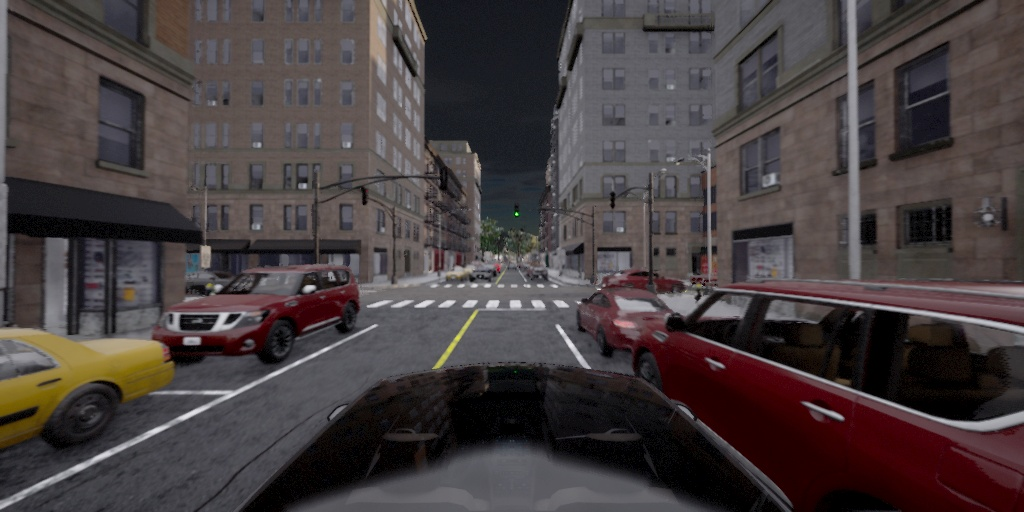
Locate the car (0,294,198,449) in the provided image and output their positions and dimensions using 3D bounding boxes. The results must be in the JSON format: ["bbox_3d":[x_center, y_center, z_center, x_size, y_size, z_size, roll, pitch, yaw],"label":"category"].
[{"bbox_3d":[-5.400,1.290,2.709,1.751,1.417,4.829,0,0,0],"label":"car"}]

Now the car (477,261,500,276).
[{"bbox_3d":[-2.850,1.743,44.316,1.882,1.535,5.008,0,-1,0],"label":"car"}]

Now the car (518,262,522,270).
[{"bbox_3d":[2.630,2.043,62.972,2.007,1.370,4.403,0,0,0],"label":"car"}]

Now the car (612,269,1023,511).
[{"bbox_3d":[2.637,1.079,2.879,2.192,1.841,5.009,0,0,0],"label":"car"}]

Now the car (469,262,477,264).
[{"bbox_3d":[-5.418,1.818,46.356,1.751,1.417,4.829,0,0,0],"label":"car"}]

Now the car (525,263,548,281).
[{"bbox_3d":[2.633,1.709,35.565,2.007,1.370,4.403,0,0,0],"label":"car"}]

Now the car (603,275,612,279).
[{"bbox_3d":[7.394,1.455,20.234,4.674,1.442,1.812,0,-1,-9],"label":"car"}]

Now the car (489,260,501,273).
[{"bbox_3d":[-2.831,1.620,55.085,2.150,2.045,5.566,0,-1,0],"label":"car"}]

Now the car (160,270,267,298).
[{"bbox_3d":[-17.122,1.575,20.727,4.674,1.442,1.812,0,-1,0],"label":"car"}]

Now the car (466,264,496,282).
[{"bbox_3d":[-2.864,1.708,34.299,1.994,1.385,4.181,0,-1,0],"label":"car"}]

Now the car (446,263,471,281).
[{"bbox_3d":[-5.420,1.685,35.393,1.751,1.417,4.829,0,0,0],"label":"car"}]

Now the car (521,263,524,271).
[{"bbox_3d":[2.632,1.842,46.527,2.007,1.370,4.403,0,0,0],"label":"car"}]

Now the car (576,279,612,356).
[{"bbox_3d":[2.637,1.414,8.558,1.802,1.307,4.207,0,0,0],"label":"car"}]

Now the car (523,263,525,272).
[{"bbox_3d":[2.632,1.770,41.046,1.888,1.381,4.507,0,0,0],"label":"car"}]

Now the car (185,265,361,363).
[{"bbox_3d":[-5.402,1.148,8.558,2.192,1.841,5.009,0,0,0],"label":"car"}]

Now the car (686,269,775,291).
[{"bbox_3d":[14.357,1.543,23.725,4.718,1.301,1.895,0,-1,-3],"label":"car"}]
